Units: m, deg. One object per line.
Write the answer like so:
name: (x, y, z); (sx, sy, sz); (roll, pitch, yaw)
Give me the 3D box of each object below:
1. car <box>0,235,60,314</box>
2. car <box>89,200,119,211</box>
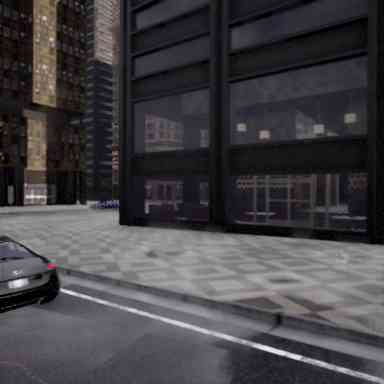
car: (-4.684, 1.605, 7.037); (4.181, 1.385, 1.994); (-1, 0, 36)
car: (-12.422, 1.904, 47.527); (1.812, 1.442, 4.674); (0, 0, 36)
